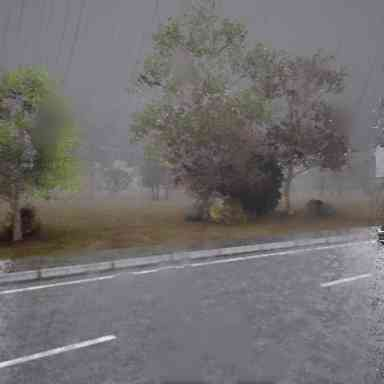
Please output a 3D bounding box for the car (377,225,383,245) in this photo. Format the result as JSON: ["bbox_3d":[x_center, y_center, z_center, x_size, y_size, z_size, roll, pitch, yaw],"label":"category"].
[{"bbox_3d":[9.934,1.543,14.088,4.892,1.490,1.837,0,0,-29],"label":"car"}]
